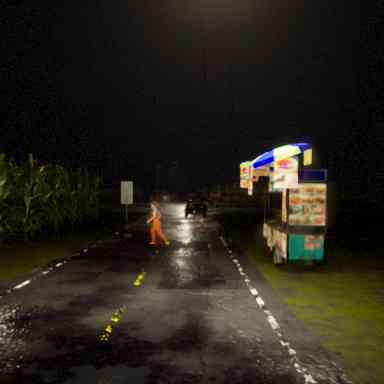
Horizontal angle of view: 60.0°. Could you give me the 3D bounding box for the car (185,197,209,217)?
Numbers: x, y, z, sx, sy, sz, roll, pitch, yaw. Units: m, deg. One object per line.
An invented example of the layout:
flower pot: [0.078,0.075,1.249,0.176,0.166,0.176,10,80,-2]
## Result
car: [0.486,1.472,30.920,2.128,1.511,4.902,0,0,7]

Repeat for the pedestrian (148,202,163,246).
pedestrian: [-1.495,1.288,13.712,0.375,1.860,0.375,-1,1,-3]

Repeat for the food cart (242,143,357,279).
food cart: [3.188,0.461,11.092,2.280,3.560,4.660,1,1,0]

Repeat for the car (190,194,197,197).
car: [0.296,1.470,89.150,1.895,1.301,4.718,0,0,0]
